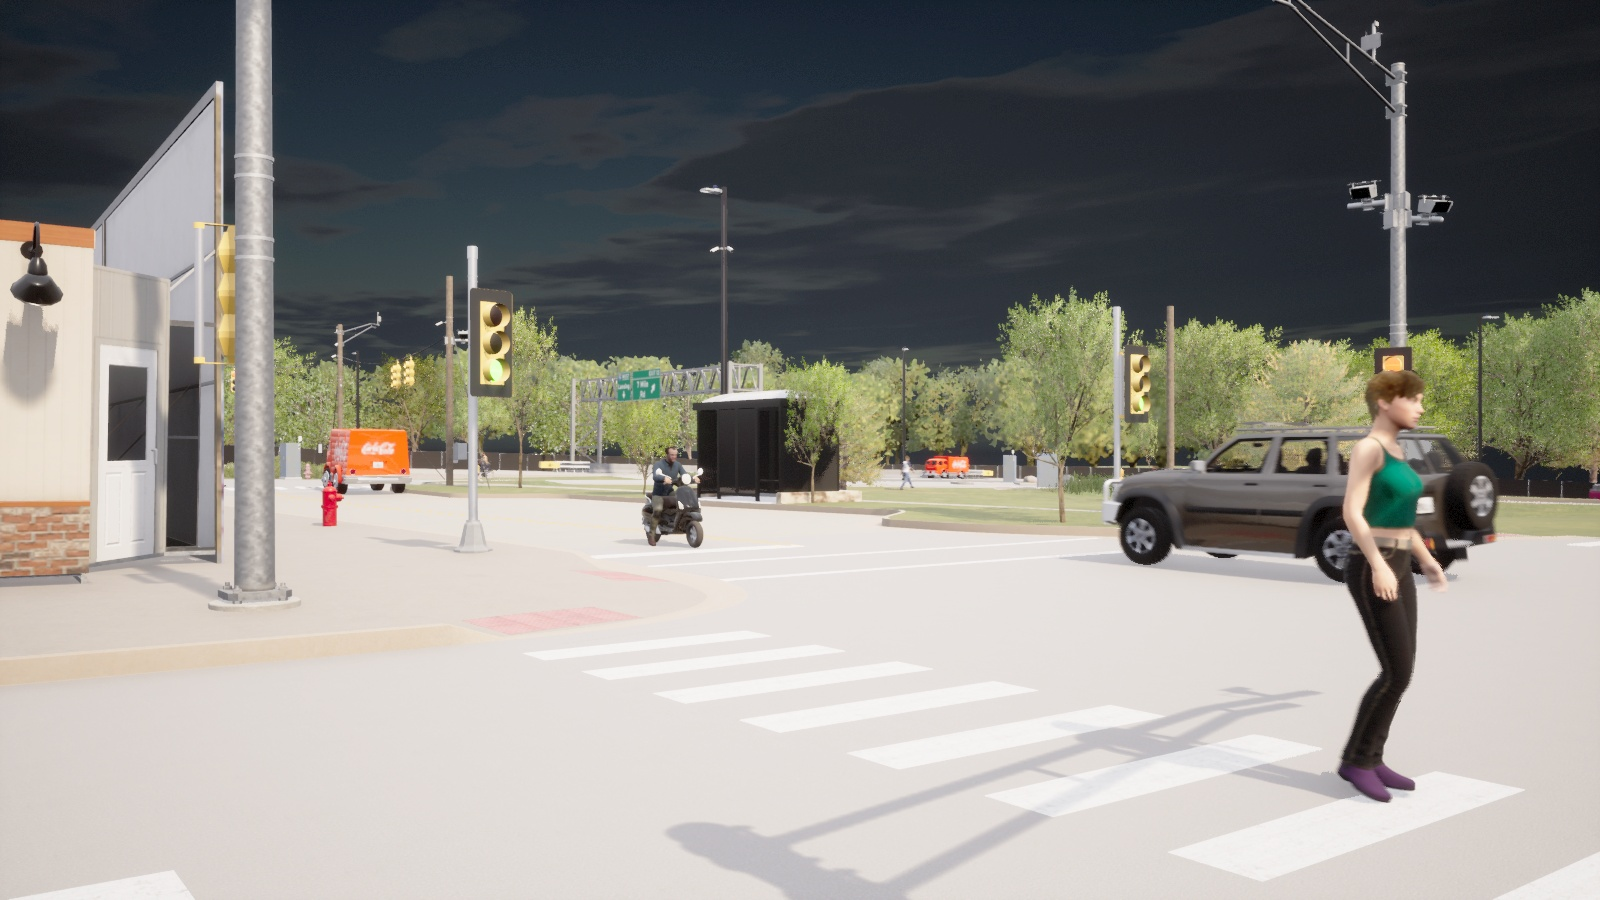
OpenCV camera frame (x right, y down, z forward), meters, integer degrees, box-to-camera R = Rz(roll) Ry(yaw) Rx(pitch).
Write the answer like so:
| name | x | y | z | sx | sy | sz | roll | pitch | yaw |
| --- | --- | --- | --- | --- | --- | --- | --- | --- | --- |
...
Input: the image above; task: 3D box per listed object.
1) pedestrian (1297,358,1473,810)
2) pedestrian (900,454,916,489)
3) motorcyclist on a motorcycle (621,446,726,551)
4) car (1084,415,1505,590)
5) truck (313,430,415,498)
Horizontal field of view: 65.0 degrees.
| name | x | y | z | sx | sy | sz | roll | pitch | yaw |
| --- | --- | --- | --- | --- | --- | --- | --- | --- | --- |
| pedestrian | 2.527 | 0.545 | 5.441 | 0.345 | 1.836 | 0.594 | 0 | 0 | -43 |
| pedestrian | 5.594 | 1.116 | 65.074 | 0.706 | 1.836 | 0.354 | 0 | 0 | -31 |
| motorcyclist on a motorcycle | -2.040 | 0.744 | 20.081 | 0.866 | 1.590 | 1.817 | 0 | 0 | -36 |
| car | 5.995 | 0.564 | 15.783 | 1.932 | 1.855 | 4.605 | 0 | 0 | -35 |
| truck | -16.951 | 0.484 | 48.656 | 2.627 | 2.467 | 5.204 | 0 | 1 | -32 |
